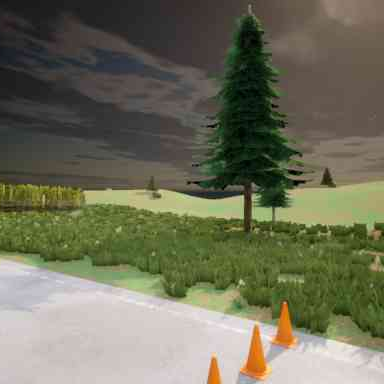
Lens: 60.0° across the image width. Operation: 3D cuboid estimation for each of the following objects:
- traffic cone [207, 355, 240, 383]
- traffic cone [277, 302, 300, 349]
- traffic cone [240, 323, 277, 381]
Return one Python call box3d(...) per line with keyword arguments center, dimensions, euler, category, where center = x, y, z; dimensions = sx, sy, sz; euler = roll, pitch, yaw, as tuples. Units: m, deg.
box3d(center=(0.226, 1.955, 3.372), dimensions=(0.340, 0.580, 0.340), euler=(0, 0, 36), category="traffic cone")
box3d(center=(1.395, 1.955, 4.995), dimensions=(0.340, 0.580, 0.340), euler=(0, 0, 36), category="traffic cone")
box3d(center=(0.810, 1.955, 4.184), dimensions=(0.340, 0.580, 0.340), euler=(0, 0, 36), category="traffic cone")
